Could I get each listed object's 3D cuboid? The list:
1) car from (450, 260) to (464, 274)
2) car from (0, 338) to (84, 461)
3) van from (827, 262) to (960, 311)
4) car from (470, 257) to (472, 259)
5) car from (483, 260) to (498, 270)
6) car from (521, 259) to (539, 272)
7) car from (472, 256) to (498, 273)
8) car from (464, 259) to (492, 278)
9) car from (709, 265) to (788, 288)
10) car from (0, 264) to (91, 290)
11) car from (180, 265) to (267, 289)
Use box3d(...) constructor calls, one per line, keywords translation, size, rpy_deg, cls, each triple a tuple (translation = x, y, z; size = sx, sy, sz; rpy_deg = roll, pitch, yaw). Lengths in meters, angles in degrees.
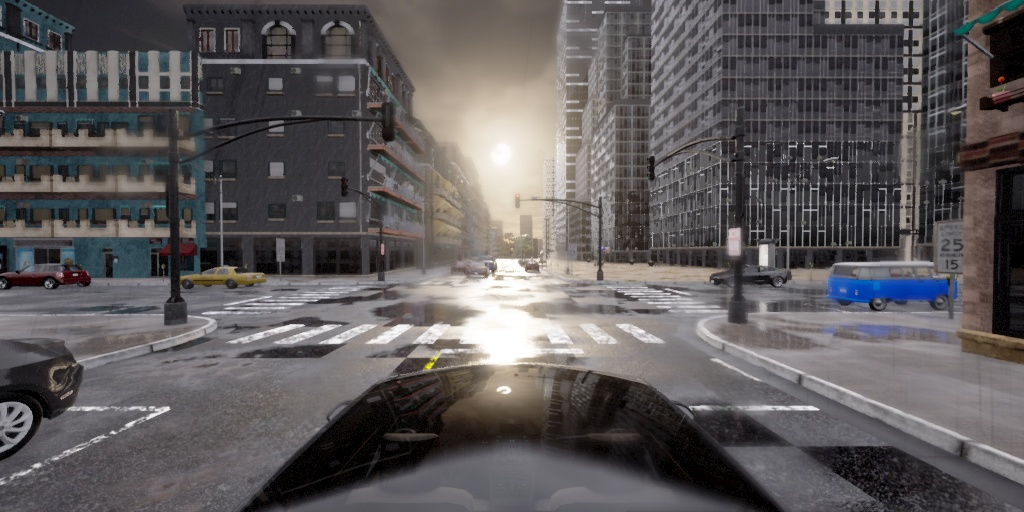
box3d(translation=(-5.780, 1.288, 40.245), size=(1.888, 1.381, 4.507), rpy_deg=(0, 0, 0), cls="car")
box3d(translation=(-5.692, 1.300, 2.178), size=(2.007, 1.370, 4.403), rpy_deg=(0, 0, 0), cls="car")
box3d(translation=(14.661, 1.116, 13.882), size=(3.998, 1.789, 1.690), rpy_deg=(0, 0, 0), cls="van")
box3d(translation=(-5.794, 1.183, 45.893), size=(1.967, 1.591, 4.097), rpy_deg=(0, 0, 0), cls="car")
box3d(translation=(-3.206, 1.308, 54.101), size=(1.994, 1.385, 4.181), rpy_deg=(0, 0, 0), cls="car")
box3d(translation=(2.554, 1.288, 45.970), size=(1.888, 1.381, 4.507), rpy_deg=(0, 0, 0), cls="car")
box3d(translation=(-3.193, 0.965, 44.127), size=(2.150, 2.045, 5.566), rpy_deg=(0, 0, 0), cls="car")
box3d(translation=(-3.174, 1.270, 34.221), size=(1.812, 1.442, 4.674), rpy_deg=(0, 0, 0), cls="car")
box3d(translation=(14.628, 1.215, 22.262), size=(4.313, 1.339, 1.948), rpy_deg=(0, 0, 0), cls="car")
box3d(translation=(-28.828, 1.189, 22.090), size=(4.097, 1.591, 1.967), rpy_deg=(0, 0, 0), cls="car")
box3d(translation=(-17.930, 1.246, 22.133), size=(4.829, 1.417, 1.751), rpy_deg=(0, 0, 0), cls="car")
